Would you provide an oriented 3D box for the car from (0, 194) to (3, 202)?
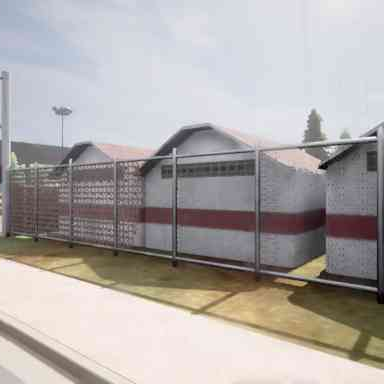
[{"bbox_3d":[-22.575,1.218,40.013,2.150,2.045,5.566,0,0,37],"label":"car"}]
